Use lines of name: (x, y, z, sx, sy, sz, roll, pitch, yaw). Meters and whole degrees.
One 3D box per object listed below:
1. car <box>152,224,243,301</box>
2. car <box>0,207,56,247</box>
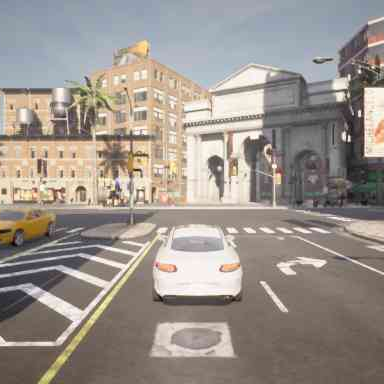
car: (0.106, 1.526, 8.188, 1.812, 1.442, 4.674, 0, 0, 0)
car: (-8.047, 1.477, 15.356, 1.882, 1.535, 5.008, 0, 0, 0)
